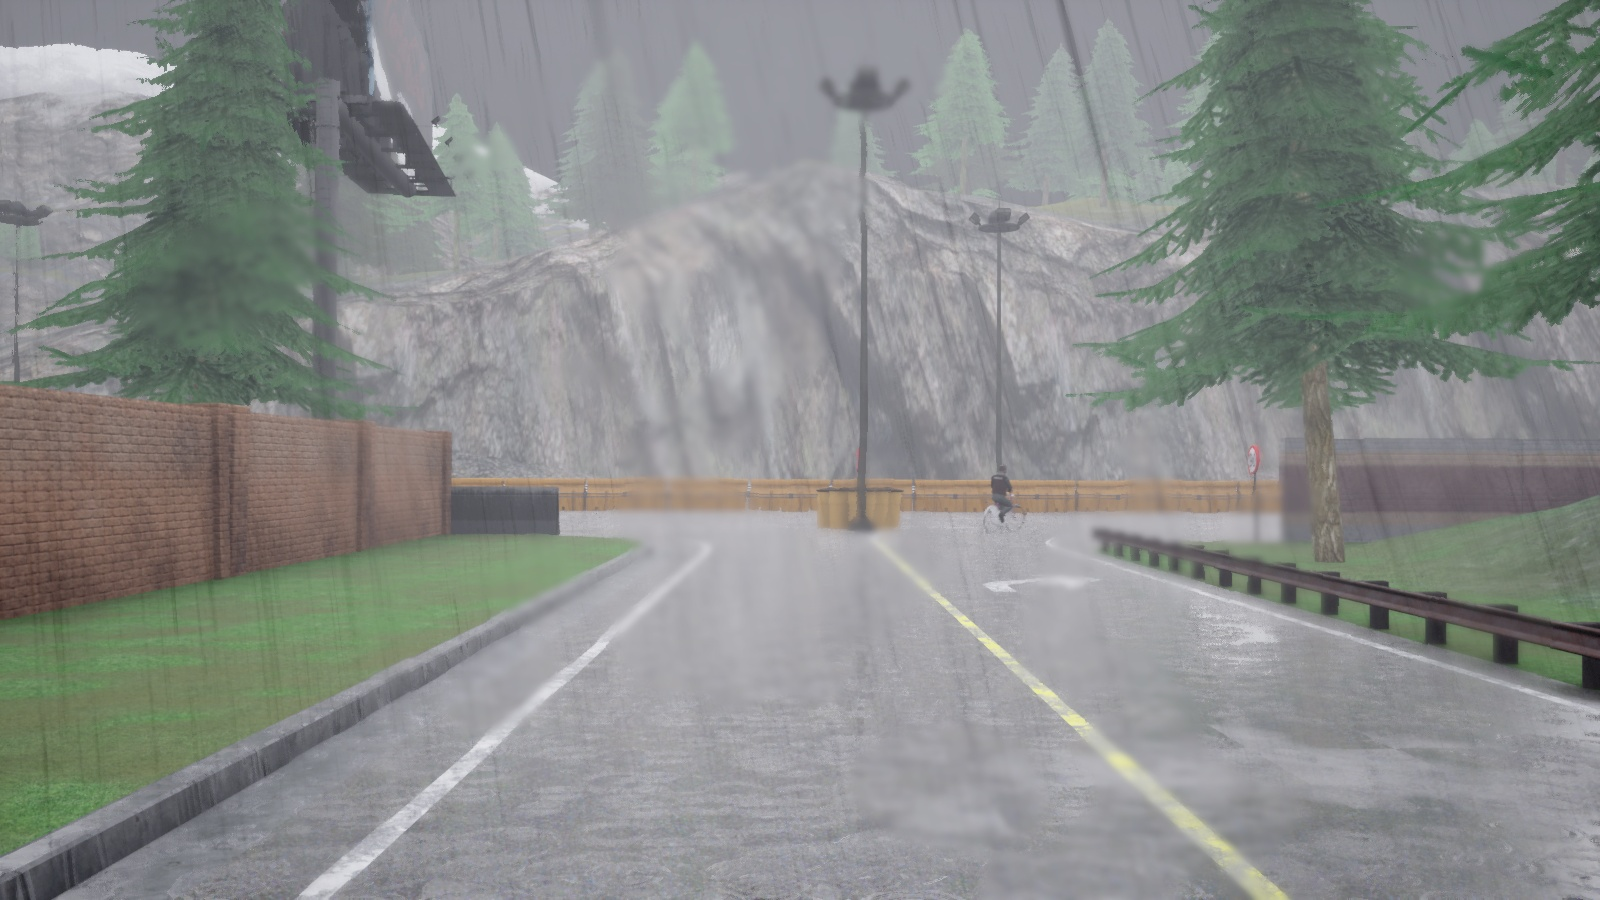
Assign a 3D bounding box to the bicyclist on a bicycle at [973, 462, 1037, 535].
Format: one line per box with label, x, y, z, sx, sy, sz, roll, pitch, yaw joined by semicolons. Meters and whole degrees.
bicyclist on a bicycle;5.269;1.222;32.163;0.659;1.776;1.843;3;2;42
